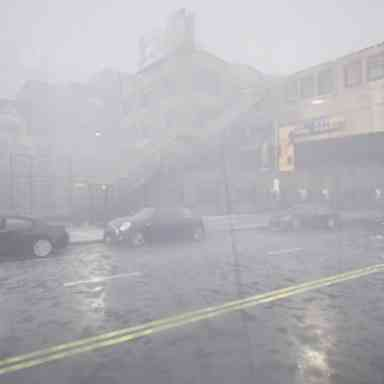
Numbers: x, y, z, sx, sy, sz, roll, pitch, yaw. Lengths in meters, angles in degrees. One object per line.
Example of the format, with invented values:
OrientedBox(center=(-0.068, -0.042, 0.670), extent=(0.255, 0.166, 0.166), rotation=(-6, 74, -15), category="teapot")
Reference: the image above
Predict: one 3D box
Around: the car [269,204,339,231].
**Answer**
OrientedBox(center=(7.179, 1.549, 21.282), extent=(4.892, 1.521, 2.231), rotation=(0, 0, -26), category="car")

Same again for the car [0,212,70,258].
OrientedBox(center=(-6.762, 1.483, 11.207), extent=(5.008, 1.535, 2.097), rotation=(0, 0, -36), category="car")

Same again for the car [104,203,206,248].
OrientedBox(center=(-1.613, 1.381, 15.052), extent=(4.553, 1.767, 2.185), rotation=(0, 0, -36), category="car")
